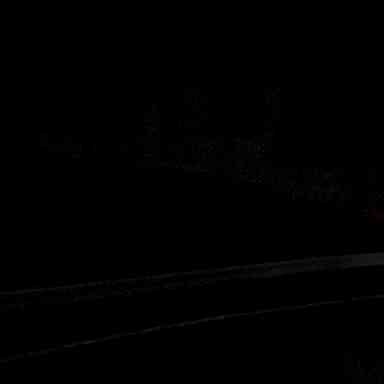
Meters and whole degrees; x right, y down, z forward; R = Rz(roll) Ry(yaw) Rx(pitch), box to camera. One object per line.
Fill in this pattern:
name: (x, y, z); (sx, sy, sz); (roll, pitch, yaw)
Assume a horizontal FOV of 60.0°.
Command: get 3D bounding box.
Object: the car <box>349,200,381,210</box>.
car: (17.642, 1.448, 35.693); (1.895, 1.301, 4.718); (0, 0, -18)
